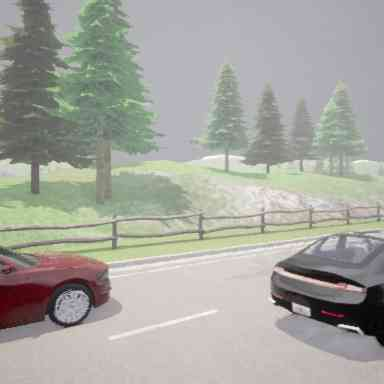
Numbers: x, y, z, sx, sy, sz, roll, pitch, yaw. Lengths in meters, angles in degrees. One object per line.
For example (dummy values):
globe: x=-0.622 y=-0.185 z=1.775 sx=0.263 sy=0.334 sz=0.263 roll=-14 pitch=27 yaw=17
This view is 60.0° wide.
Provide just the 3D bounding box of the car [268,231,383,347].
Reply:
car: x=3.568 y=1.491 z=6.206 sx=4.902 sy=1.511 sz=2.128 roll=0 pitch=0 yaw=-35

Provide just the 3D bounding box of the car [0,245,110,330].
car: x=-3.828 y=1.477 z=5.323 sx=5.008 sy=1.535 sz=1.882 roll=0 pitch=0 yaw=-35
